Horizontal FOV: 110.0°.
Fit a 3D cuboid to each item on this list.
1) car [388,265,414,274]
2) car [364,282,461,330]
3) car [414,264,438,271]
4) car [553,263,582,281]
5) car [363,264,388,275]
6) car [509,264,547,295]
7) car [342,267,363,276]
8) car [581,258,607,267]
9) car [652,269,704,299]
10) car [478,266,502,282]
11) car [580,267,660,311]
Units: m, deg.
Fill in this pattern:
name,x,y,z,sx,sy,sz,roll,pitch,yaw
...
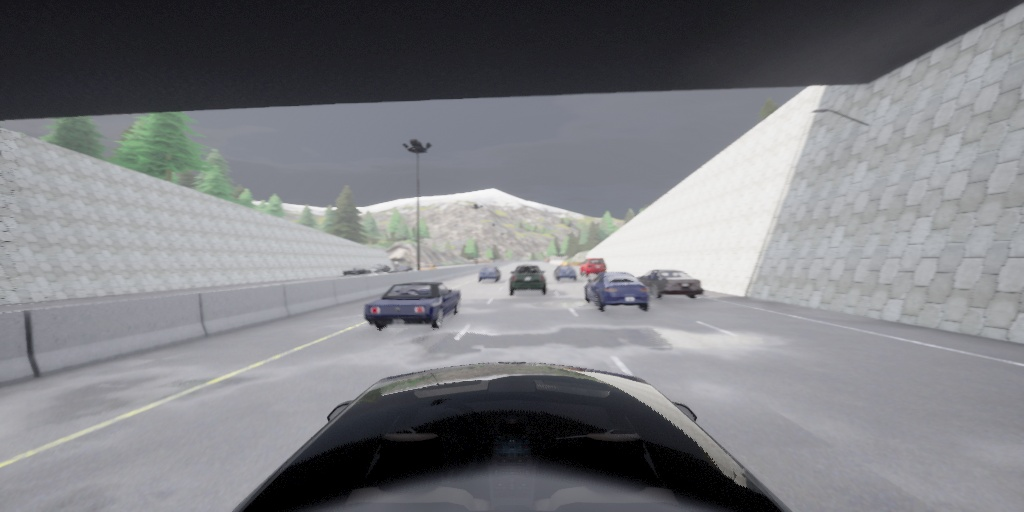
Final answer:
name,x,y,z,sx,sy,sz,roll,pitch,yaw
car,-15.467,2.093,51.424,2.033,1.411,5.357,-1,-1,2
car,-2.941,1.496,11.779,1.895,1.301,4.718,-1,-1,2
car,-11.972,1.943,51.286,1.882,1.535,5.008,-1,-1,2
car,4.939,1.563,33.695,2.033,1.411,5.357,-1,-1,2
car,-18.968,1.860,51.566,2.128,1.511,4.902,-1,-1,2
car,0.958,1.298,21.774,2.097,1.767,4.553,-1,-1,2
car,-22.462,2.244,51.672,1.895,1.301,4.718,-1,-1,2
car,8.613,1.233,38.142,2.150,2.045,5.566,-1,-1,2
car,7.835,1.365,18.515,2.033,1.411,5.357,-1,-1,2
car,-2.056,1.661,33.968,2.033,1.411,5.357,-1,-1,2
car,4.166,1.354,14.710,1.812,1.442,4.674,-1,-1,2
